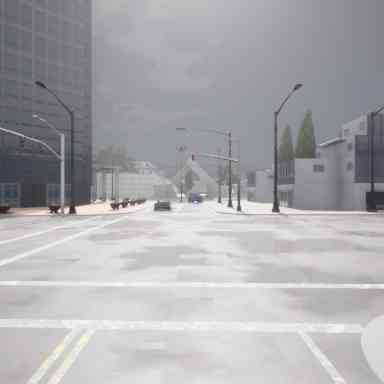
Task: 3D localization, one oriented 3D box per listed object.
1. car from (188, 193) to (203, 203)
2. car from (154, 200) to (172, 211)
[{"bbox_3d":[0.708,1.221,67.382,2.150,2.045,5.566,0,0,12],"label":"car"},{"bbox_3d":[-3.620,1.601,41.672,1.895,1.301,4.718,0,0,0],"label":"car"}]
